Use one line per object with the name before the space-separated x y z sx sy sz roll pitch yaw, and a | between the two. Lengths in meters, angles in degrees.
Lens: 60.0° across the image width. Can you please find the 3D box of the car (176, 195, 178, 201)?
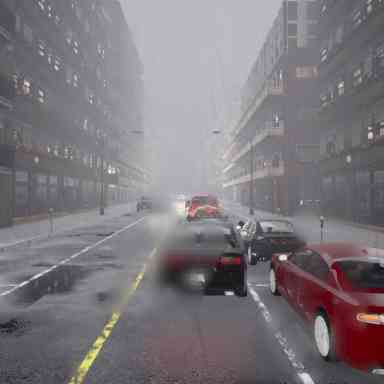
car | -5.327 1.570 85.078 2.008 1.369 4.403 1 0 0

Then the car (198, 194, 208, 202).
car | 2.557 1.333 79.439 2.192 1.841 5.009 1 0 0

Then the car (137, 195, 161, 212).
car | -5.314 1.324 39.711 2.192 1.841 5.009 1 0 0

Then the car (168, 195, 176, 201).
car | -5.329 1.587 90.749 1.947 1.339 4.313 1 0 0

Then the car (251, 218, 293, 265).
car | 2.570 1.553 11.388 2.008 1.369 4.403 1 0 0

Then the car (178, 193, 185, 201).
car | -2.771 1.241 86.479 2.150 2.045 5.566 0 0 0

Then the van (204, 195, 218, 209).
van | 2.565 1.351 45.414 1.690 1.788 3.998 1 0 0

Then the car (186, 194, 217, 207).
car | 0.817 1.230 24.588 2.150 2.045 5.566 0 0 0

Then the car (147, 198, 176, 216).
car | -2.859 1.571 31.946 1.994 1.385 4.181 0 0 0

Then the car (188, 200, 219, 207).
car | 0.818 1.459 18.747 1.801 1.575 5.366 0 0 0

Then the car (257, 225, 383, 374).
car | 2.571 1.546 5.718 1.887 1.381 4.507 1 0 0

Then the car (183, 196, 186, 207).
car | 0.005 1.536 46.314 1.812 1.442 4.674 0 0 0

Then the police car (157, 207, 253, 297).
police car | 0.432 1.427 8.813 1.930 1.638 5.238 0 0 7

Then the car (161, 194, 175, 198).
car | -5.320 1.330 68.066 2.192 1.841 5.009 1 0 0
